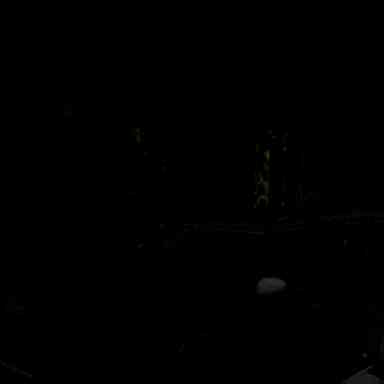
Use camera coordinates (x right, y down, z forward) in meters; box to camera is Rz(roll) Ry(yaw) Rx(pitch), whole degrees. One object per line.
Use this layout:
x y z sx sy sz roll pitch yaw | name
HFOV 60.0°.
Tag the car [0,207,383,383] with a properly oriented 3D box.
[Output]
0.640 1.235 3.947 5.566 2.045 2.150 1 0 -35 | car
